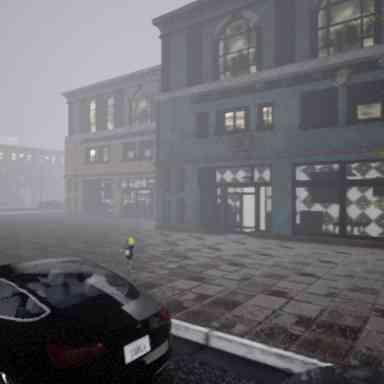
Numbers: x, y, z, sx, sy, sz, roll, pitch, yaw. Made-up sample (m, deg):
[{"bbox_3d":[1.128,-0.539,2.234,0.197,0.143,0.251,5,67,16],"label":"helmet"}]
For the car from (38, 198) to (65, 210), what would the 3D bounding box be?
[{"bbox_3d":[-18.429,1.694,44.847,1.887,1.381,4.507,0,0,35],"label":"car"}]

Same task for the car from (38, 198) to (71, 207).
[{"bbox_3d":[-22.249,1.704,54.076,1.752,1.417,4.829,0,0,35],"label":"car"}]

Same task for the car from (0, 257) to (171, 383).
[{"bbox_3d":[-2.224,1.569,4.462,4.313,1.339,1.947,0,0,36],"label":"car"}]

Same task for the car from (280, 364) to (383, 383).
[{"bbox_3d":[2.285,1.550,1.245,4.403,1.369,2.008,0,0,36],"label":"car"}]
